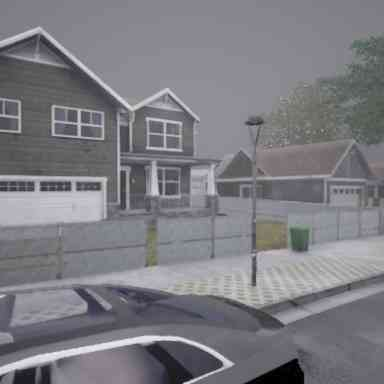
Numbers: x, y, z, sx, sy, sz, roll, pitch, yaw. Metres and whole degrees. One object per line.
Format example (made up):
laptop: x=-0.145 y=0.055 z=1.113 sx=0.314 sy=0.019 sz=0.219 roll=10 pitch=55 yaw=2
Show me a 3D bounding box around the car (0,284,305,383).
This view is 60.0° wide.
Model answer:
car: x=-1.350 y=1.494 z=2.000 sx=4.902 sy=1.511 sz=2.128 roll=1 pitch=0 yaw=-35
